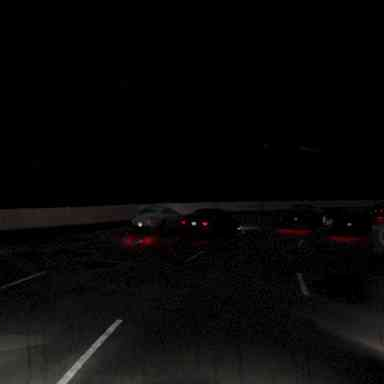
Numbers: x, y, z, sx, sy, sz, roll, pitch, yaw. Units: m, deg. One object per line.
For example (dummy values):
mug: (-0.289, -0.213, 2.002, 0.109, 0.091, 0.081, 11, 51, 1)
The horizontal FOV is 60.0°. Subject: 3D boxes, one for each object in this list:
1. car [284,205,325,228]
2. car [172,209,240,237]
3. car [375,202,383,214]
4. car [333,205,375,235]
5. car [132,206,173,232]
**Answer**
car: (8.194, 1.654, 23.979, 1.882, 1.535, 5.008, 0, 0, 33)
car: (1.163, 1.652, 18.980, 2.033, 1.411, 5.357, 0, 0, 25)
car: (21.356, 1.851, 36.443, 4.674, 1.442, 1.812, 0, 0, -34)
car: (9.916, 1.647, 20.397, 1.882, 1.535, 5.008, 0, 0, 31)
car: (-1.958, 1.620, 20.832, 1.812, 1.442, 4.674, 0, 0, 25)
